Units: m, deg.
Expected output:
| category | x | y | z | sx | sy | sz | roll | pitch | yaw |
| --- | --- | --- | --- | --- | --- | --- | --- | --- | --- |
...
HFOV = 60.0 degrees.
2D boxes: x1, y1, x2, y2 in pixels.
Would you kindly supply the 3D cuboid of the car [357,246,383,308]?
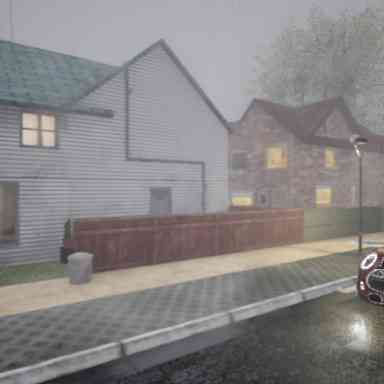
| category | x | y | z | sx | sy | sz | roll | pitch | yaw |
| --- | --- | --- | --- | --- | --- | --- | --- | --- | --- |
| car | 5.442 | 1.351 | 6.928 | 4.553 | 1.767 | 2.097 | 0 | 0 | -35 |
